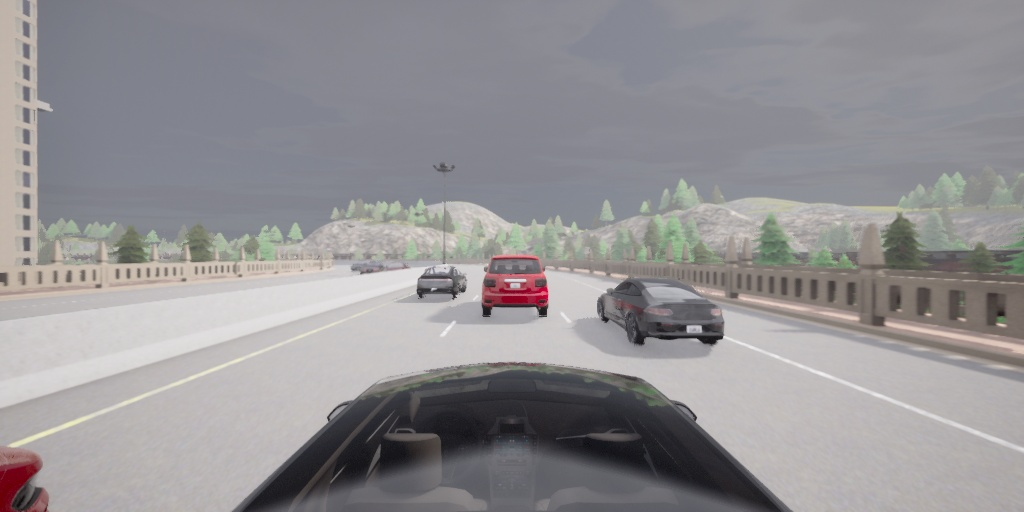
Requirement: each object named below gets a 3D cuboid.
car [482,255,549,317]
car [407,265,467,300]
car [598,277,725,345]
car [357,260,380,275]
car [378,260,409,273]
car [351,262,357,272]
[{"bbox_3d":[0.098,0.982,13.405,2.150,2.045,5.566,0,0,0],"label":"car"},{"bbox_3d":[-3.402,1.258,18.003,2.128,1.511,4.902,0,0,0],"label":"car"},{"bbox_3d":[3.598,1.282,9.373,1.812,1.442,4.674,0,0,0],"label":"car"},{"bbox_3d":[-14.891,1.387,38.890,1.994,1.385,4.181,0,0,-7],"label":"car"},{"bbox_3d":[-10.957,1.331,34.354,1.812,1.442,4.674,0,0,-4],"label":"car"},{"bbox_3d":[-19.882,1.428,47.309,1.994,1.385,4.181,0,0,-13],"label":"car"}]
